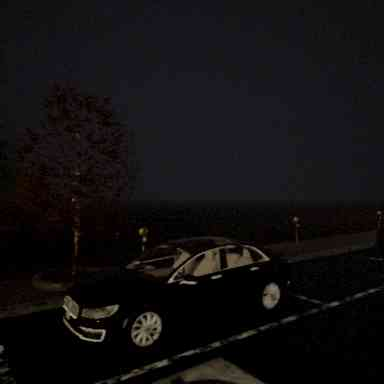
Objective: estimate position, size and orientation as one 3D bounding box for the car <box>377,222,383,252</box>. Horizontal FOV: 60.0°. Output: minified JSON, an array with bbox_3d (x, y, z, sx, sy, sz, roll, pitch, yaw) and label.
[{"bbox_3d":[9.005,1.313,12.509,5.009,1.841,2.192,0,1,-35],"label":"car"}]

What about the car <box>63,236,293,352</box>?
[{"bbox_3d":[-0.010,1.550,6.081,4.403,1.369,2.008,0,1,-35],"label":"car"}]
